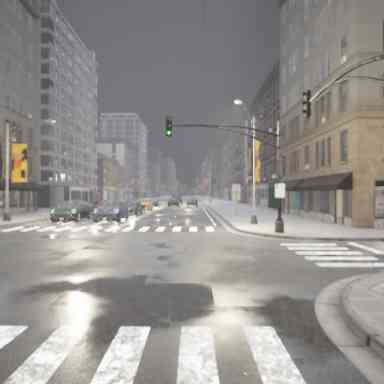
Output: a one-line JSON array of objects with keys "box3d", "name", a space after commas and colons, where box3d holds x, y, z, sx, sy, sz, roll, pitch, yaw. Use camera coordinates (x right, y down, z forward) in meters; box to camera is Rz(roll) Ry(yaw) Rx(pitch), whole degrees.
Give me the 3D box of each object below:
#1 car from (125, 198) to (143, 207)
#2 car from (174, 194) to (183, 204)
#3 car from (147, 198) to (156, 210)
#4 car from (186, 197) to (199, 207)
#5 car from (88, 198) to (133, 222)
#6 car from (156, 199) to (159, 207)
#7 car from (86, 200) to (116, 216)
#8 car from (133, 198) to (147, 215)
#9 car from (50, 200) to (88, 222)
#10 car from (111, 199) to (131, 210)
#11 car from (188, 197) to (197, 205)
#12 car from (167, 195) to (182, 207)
[{"box3d": [-9.758, 1.730, 56.486, 2.128, 1.511, 4.902, 0, 0, 1], "name": "car"}, {"box3d": [-3.097, 1.510, 69.574, 2.150, 2.045, 5.566, 0, 0, 0], "name": "car"}, {"box3d": [-6.537, 1.673, 45.609, 1.882, 1.535, 5.008, 0, 0, 0], "name": "car"}, {"box3d": [0.055, 1.748, 57.742, 1.837, 1.490, 4.892, 0, 0, 0], "name": "car"}, {"box3d": [-6.564, 1.472, 27.267, 2.097, 1.767, 4.553, 0, 0, 0], "name": "car"}, {"box3d": [-6.514, 1.760, 55.460, 1.812, 1.442, 4.674, 0, 0, 1], "name": "car"}, {"box3d": [-9.803, 1.662, 36.242, 1.837, 1.490, 4.892, 0, 0, 0], "name": "car"}, {"box3d": [-6.549, 1.648, 36.105, 2.128, 1.511, 4.902, 0, 0, 0], "name": "car"}, {"box3d": [-9.813, 1.472, 27.271, 2.097, 1.767, 4.553, 0, 0, 0], "name": "car"}, {"box3d": [-9.789, 1.724, 46.188, 1.812, 1.442, 4.674, 0, 0, 0], "name": "car"}, {"box3d": [0.064, 1.810, 68.161, 1.812, 1.442, 4.674, 0, 0, 0], "name": "car"}, {"box3d": [-3.098, 1.742, 56.279, 1.837, 1.490, 4.892, 0, 0, 0], "name": "car"}]
